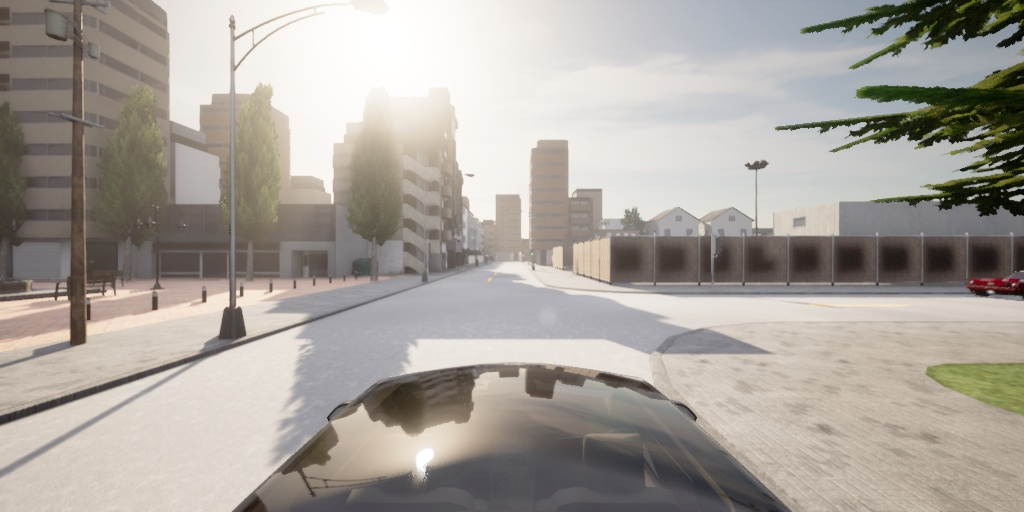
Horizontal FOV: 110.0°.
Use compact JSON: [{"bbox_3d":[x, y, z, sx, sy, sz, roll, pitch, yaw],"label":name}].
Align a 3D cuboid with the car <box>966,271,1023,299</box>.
[{"bbox_3d":[24.105,1.331,16.382,4.718,1.301,1.895,0,0,0],"label":"car"}]
